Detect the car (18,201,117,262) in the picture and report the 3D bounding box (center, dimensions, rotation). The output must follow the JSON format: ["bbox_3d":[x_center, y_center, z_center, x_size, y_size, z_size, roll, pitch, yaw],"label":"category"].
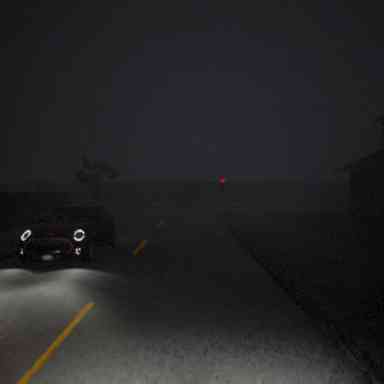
[{"bbox_3d":[-4.114,1.255,11.692,2.097,1.767,4.553,0,1,0],"label":"car"}]
